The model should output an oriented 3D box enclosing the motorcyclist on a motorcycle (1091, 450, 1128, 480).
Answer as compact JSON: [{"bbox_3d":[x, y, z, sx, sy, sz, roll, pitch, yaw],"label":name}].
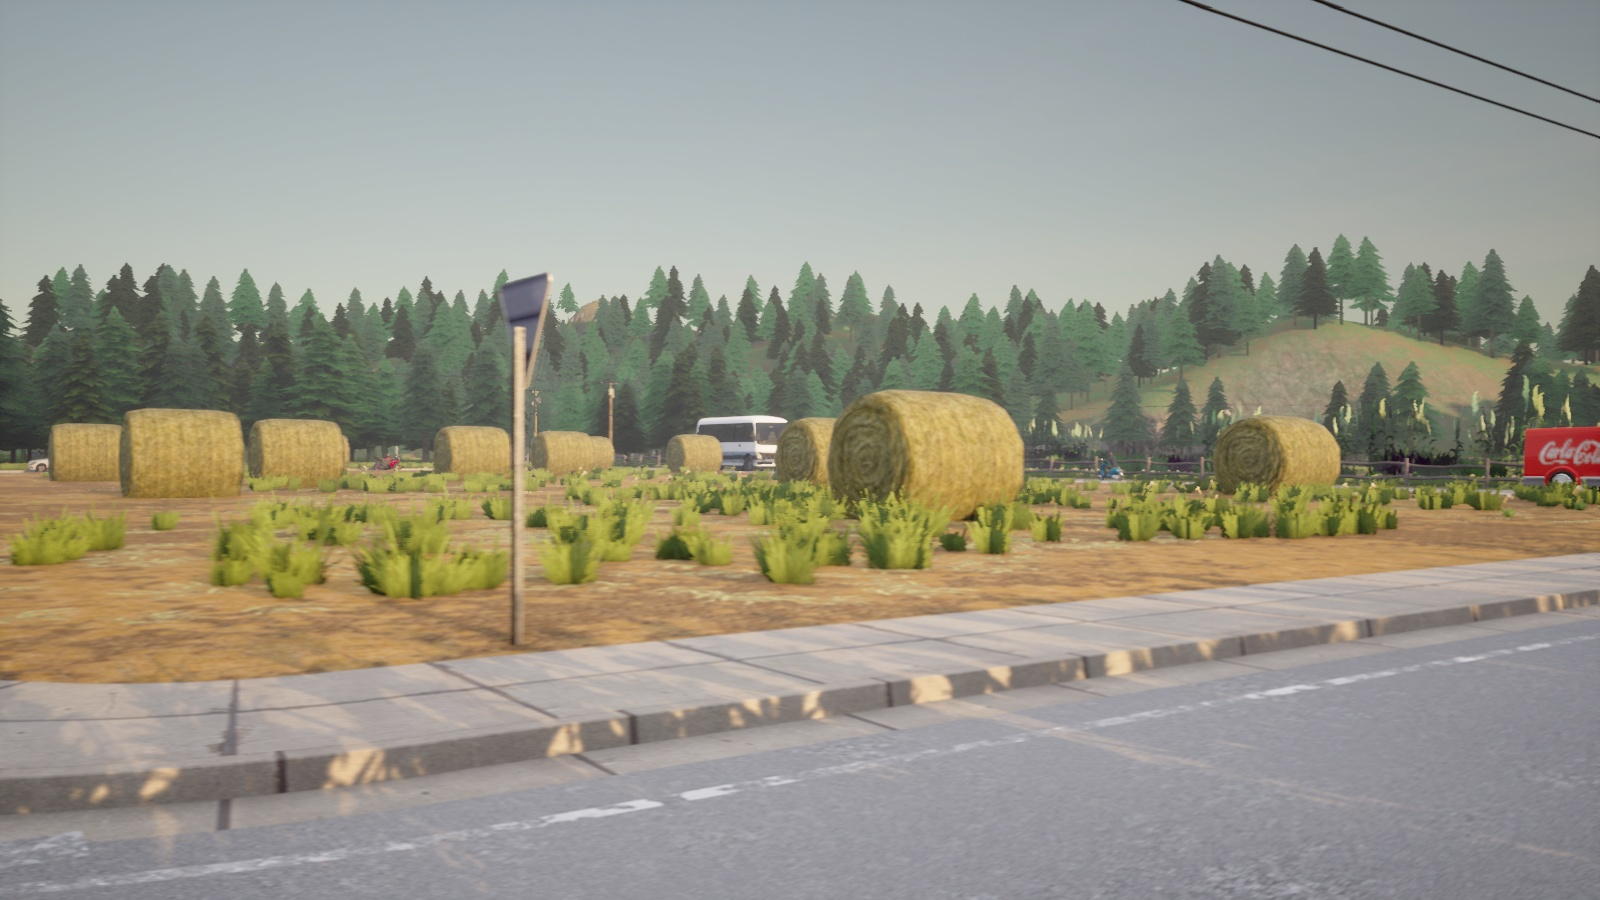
[{"bbox_3d":[16.709,0.817,67.799,0.866,1.590,1.817,0,0,-32],"label":"motorcyclist on a motorcycle"}]

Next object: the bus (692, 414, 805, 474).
[{"bbox_3d":[-4.027,-0.404,94.508,3.944,4.253,10.273,0,0,-32],"label":"bus"}]

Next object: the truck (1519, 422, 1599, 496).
[{"bbox_3d":[27.993,0.300,43.016,2.627,2.467,5.204,0,-1,-32],"label":"truck"}]
